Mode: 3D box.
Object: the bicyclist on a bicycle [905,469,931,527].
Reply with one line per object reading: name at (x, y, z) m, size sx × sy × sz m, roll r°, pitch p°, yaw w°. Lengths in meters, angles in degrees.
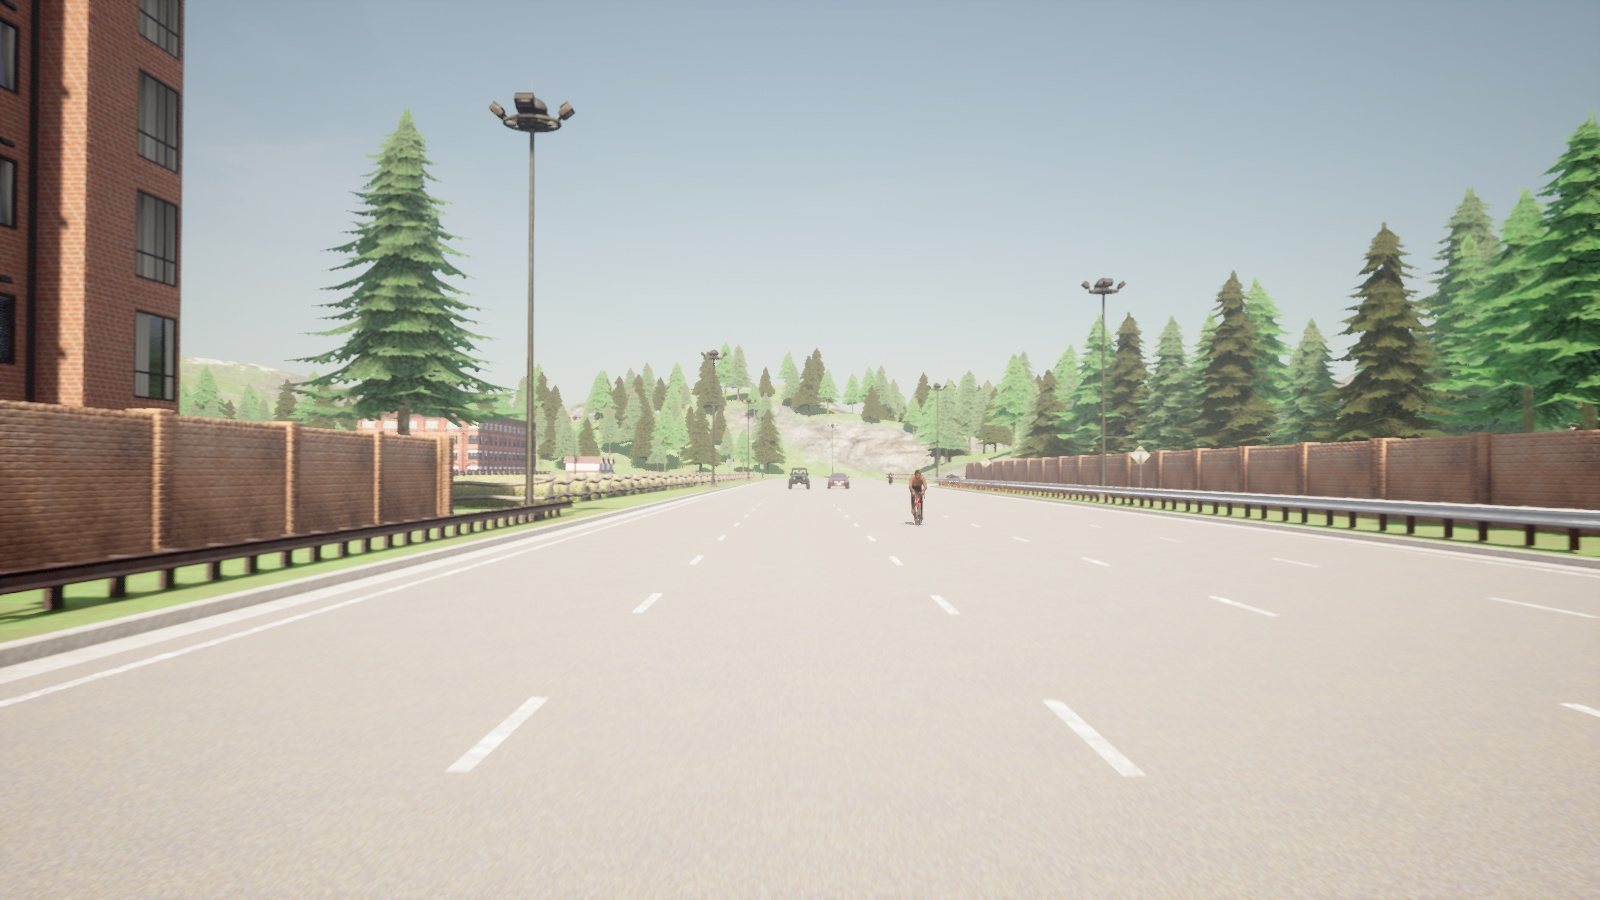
bicyclist on a bicycle at (3.411, 1.373, 36.409) m, size 0.582 × 1.620 × 1.656 m, roll 0°, pitch -1°, yaw 0°
